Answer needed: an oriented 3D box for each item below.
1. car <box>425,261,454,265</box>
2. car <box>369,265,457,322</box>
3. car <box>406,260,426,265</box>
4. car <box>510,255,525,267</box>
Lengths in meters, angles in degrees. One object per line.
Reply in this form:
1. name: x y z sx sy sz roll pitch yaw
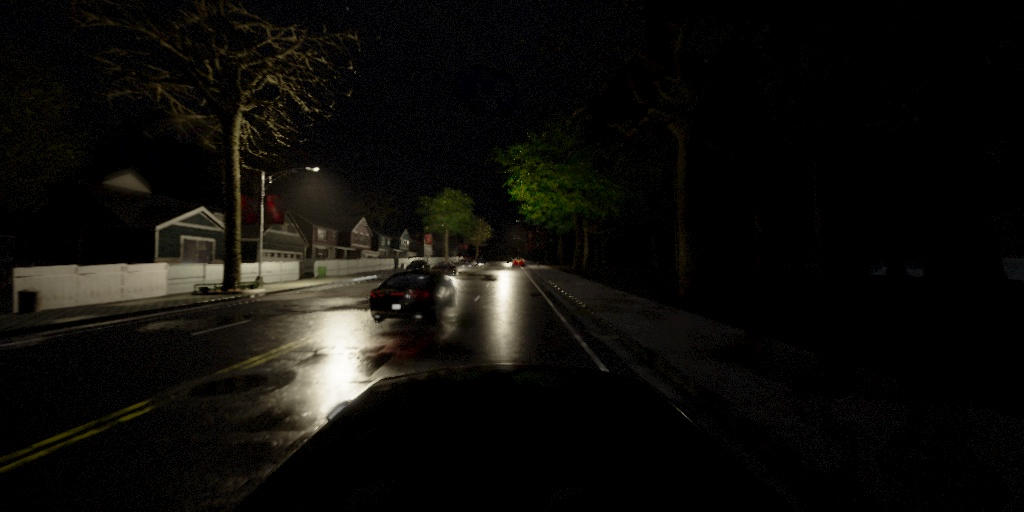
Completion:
1. car: -6.605 1.245 35.118 2.033 1.411 5.357 0 0 0
2. car: -3.151 1.227 12.252 1.882 1.535 5.008 0 0 0
3. car: -9.845 1.196 37.781 1.837 1.490 4.892 0 0 0
4. car: 1.121 1.012 62.094 2.097 1.767 4.553 0 0 0
